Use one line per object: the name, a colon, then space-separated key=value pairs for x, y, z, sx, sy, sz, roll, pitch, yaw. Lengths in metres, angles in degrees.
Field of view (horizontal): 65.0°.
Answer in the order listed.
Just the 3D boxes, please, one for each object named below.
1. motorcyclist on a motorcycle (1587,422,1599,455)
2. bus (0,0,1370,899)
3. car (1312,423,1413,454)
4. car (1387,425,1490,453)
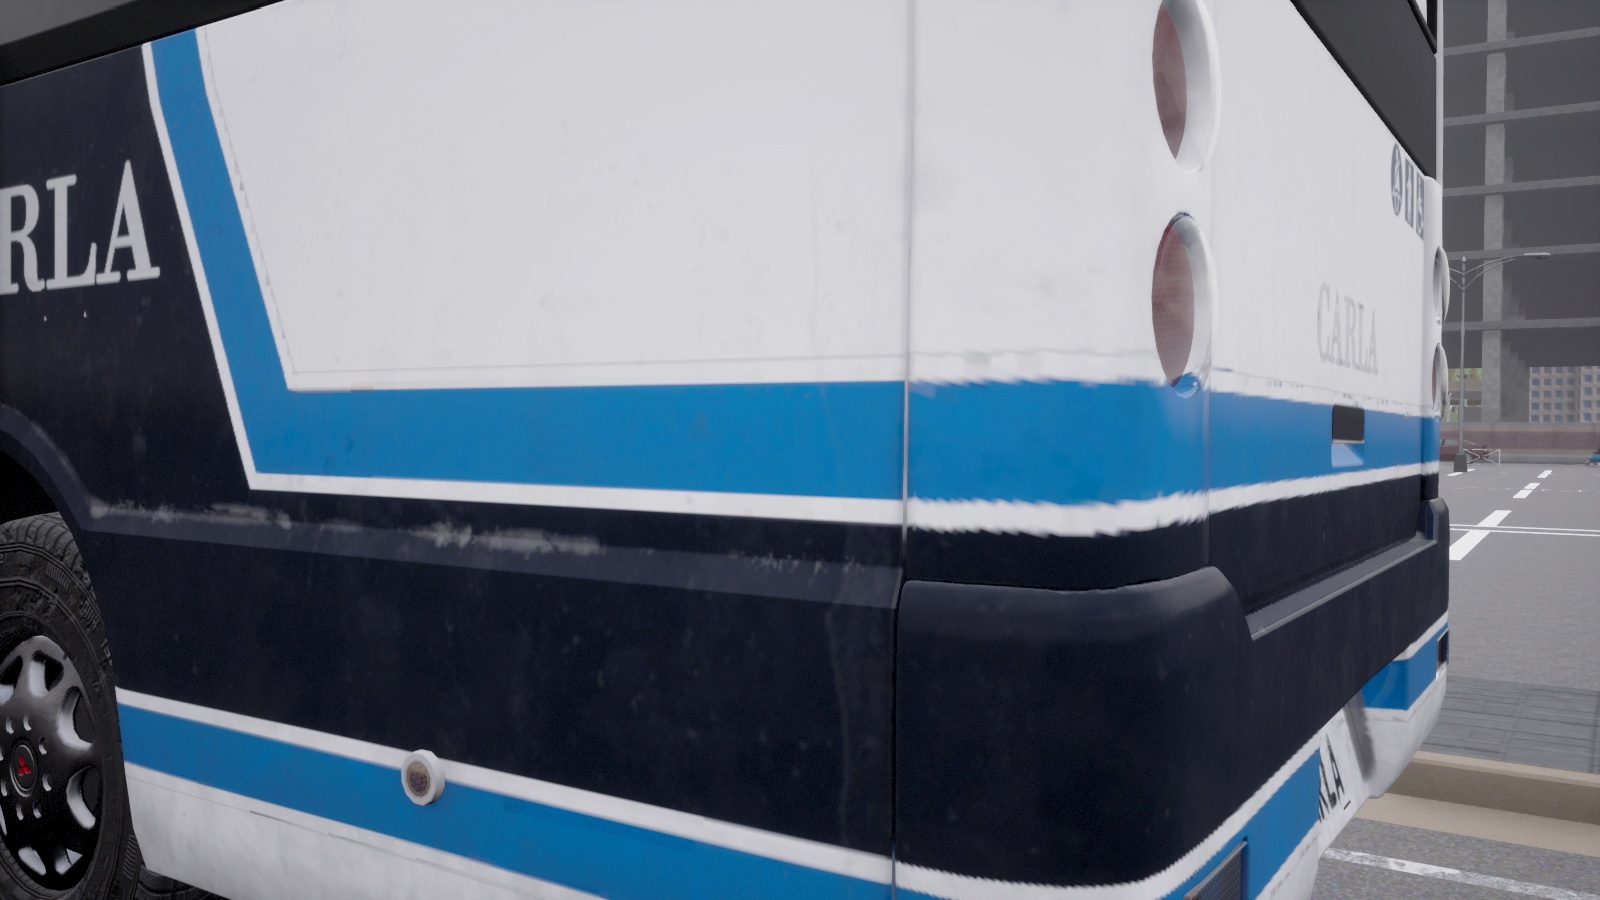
motorcyclist on a motorcycle: x=38.898 y=-0.547 z=60.348 sx=1.817 sy=1.590 sz=0.866 roll=0 pitch=1 yaw=32
bus: x=-3.296 y=-0.694 z=5.768 sx=10.273 sy=4.253 sz=3.944 roll=0 pitch=1 yaw=33
car: x=31.021 y=-0.621 z=69.332 sx=4.856 sy=1.649 sz=2.033 roll=0 pitch=1 yaw=32
car: x=35.835 y=-0.633 z=70.471 sx=5.008 sy=1.535 sz=1.882 roll=0 pitch=1 yaw=32
